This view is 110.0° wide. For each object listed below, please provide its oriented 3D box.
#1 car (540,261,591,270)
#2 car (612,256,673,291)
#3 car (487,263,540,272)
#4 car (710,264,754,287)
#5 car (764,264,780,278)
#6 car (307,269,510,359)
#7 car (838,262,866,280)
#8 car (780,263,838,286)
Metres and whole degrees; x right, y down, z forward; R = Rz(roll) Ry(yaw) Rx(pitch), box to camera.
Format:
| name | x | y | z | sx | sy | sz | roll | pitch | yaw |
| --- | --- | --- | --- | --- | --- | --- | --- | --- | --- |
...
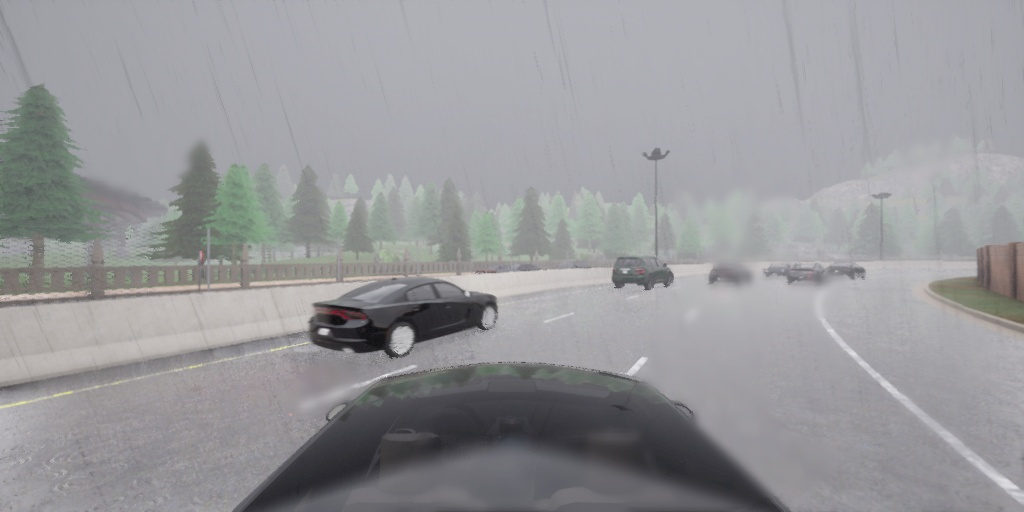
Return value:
| name | x | y | z | sx | sy | sz | roll | pitch | yaw |
| --- | --- | --- | --- | --- | --- | --- | --- | --- | --- |
| car | 4.759 | 1.202 | 29.530 | 2.097 | 1.767 | 4.553 | 0 | 0 | 44 |
| car | 8.436 | 1.040 | 23.034 | 2.150 | 2.045 | 5.566 | 0 | 0 | 42 |
| car | 0.525 | 1.364 | 30.133 | 1.837 | 1.490 | 4.892 | 0 | 0 | 43 |
| car | 15.498 | 1.318 | 25.198 | 4.892 | 1.490 | 1.837 | 1 | -1 | -44 |
| car | 25.548 | 1.431 | 33.564 | 4.718 | 1.301 | 1.895 | 0 | 0 | -36 |
| car | -2.231 | 1.259 | 8.770 | 1.882 | 1.535 | 5.008 | 0 | 0 | 31 |
| car | 30.449 | 1.296 | 32.665 | 5.008 | 1.535 | 1.882 | 0 | 0 | -34 |
| car | 21.546 | 1.300 | 25.936 | 4.902 | 1.511 | 2.128 | 0 | 0 | -41 |
